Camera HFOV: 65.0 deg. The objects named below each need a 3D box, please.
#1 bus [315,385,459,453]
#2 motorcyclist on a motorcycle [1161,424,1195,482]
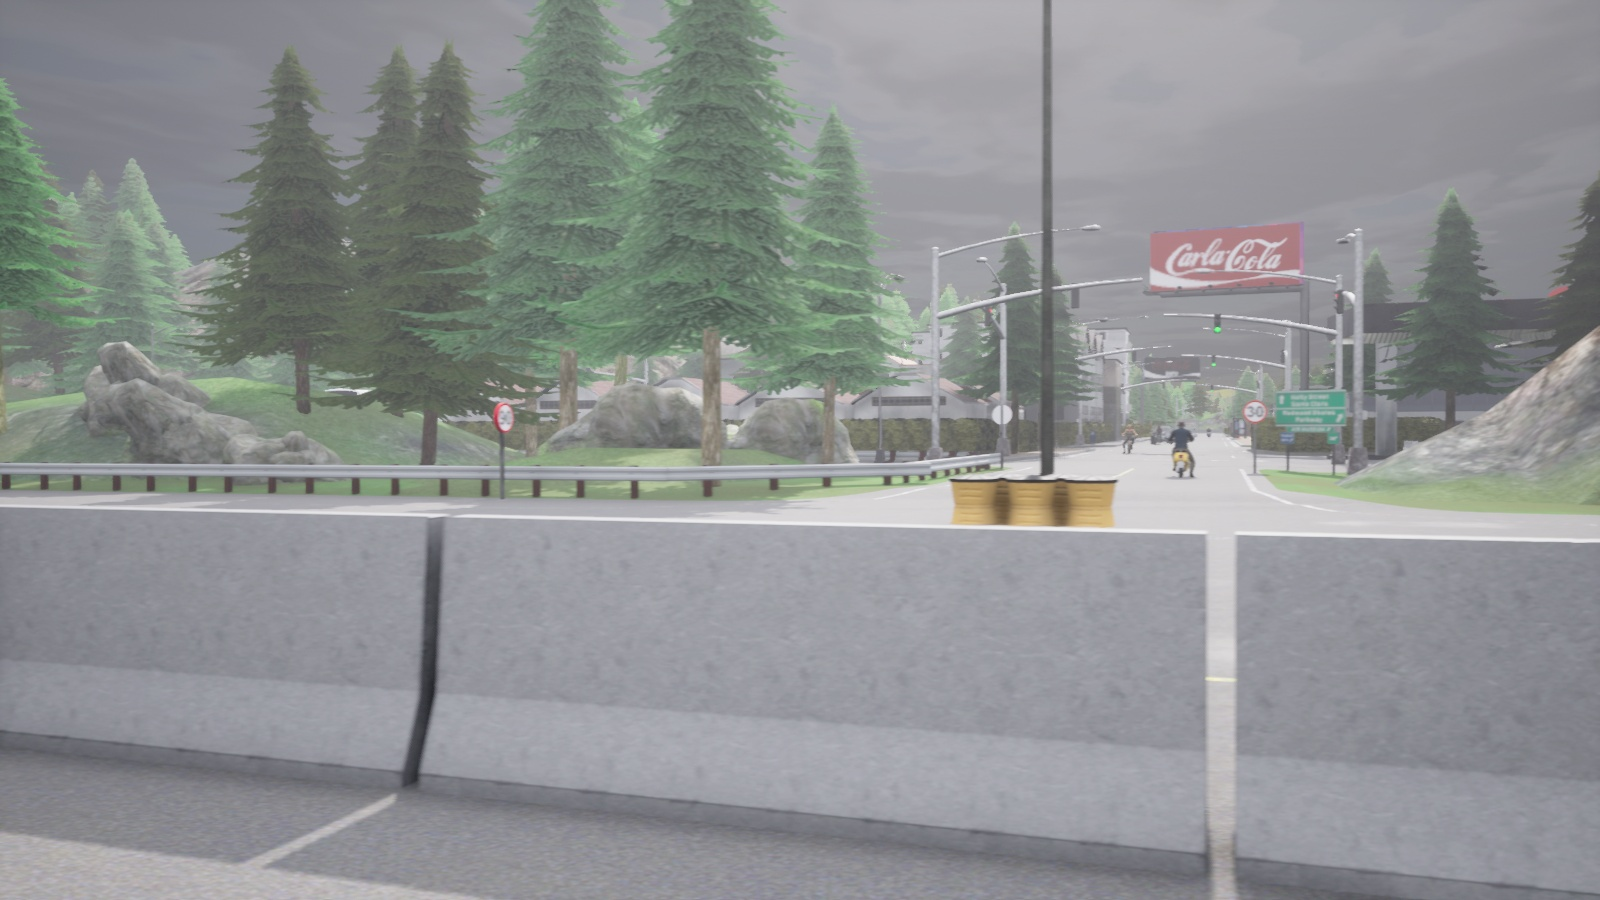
[{"bbox_3d":[-27.296,-2.015,83.820,3.944,4.253,10.273,0,1,17],"label":"bus"},{"bbox_3d":[10.663,0.058,35.374,0.866,1.590,1.817,1,1,18],"label":"motorcyclist on a motorcycle"}]
